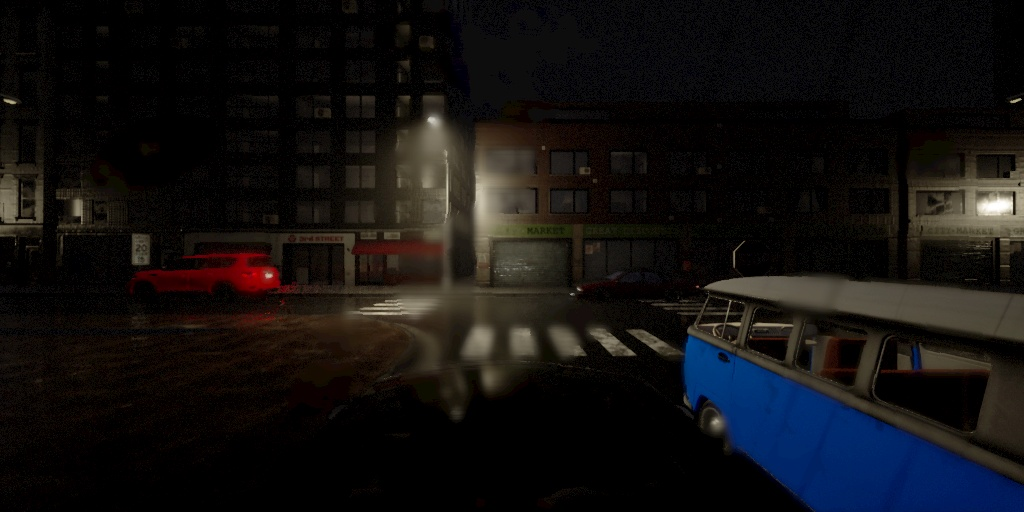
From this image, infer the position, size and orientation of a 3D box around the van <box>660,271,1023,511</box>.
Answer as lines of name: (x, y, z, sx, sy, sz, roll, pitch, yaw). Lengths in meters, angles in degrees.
van: (2.638, 1.091, 2.277, 1.690, 1.789, 3.998, 0, 0, 0)

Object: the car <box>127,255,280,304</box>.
car: (-13.314, 0.963, 15.729, 5.566, 2.045, 2.150, 0, 0, 0)

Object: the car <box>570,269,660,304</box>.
car: (5.333, 1.285, 15.683, 5.357, 1.411, 2.033, 0, 0, 0)
